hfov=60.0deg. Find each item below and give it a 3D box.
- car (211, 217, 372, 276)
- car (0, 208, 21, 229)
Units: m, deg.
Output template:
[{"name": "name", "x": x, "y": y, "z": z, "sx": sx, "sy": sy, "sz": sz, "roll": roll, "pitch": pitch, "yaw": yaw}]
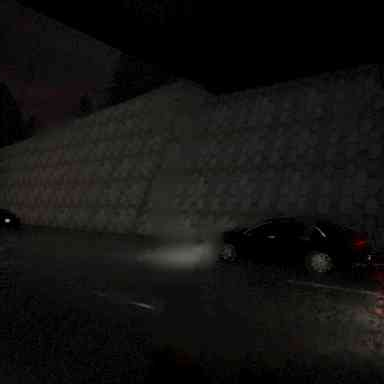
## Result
[{"name": "car", "x": 2.898, "y": 1.551, "z": 10.532, "sx": 4.892, "sy": 1.490, "sz": 1.837, "roll": -1, "pitch": 0, "yaw": 36}, {"name": "car", "x": -13.256, "y": 1.791, "z": 22.146, "sx": 4.181, "sy": 1.385, "sz": 1.994, "roll": -1, "pitch": 0, "yaw": 36}]
